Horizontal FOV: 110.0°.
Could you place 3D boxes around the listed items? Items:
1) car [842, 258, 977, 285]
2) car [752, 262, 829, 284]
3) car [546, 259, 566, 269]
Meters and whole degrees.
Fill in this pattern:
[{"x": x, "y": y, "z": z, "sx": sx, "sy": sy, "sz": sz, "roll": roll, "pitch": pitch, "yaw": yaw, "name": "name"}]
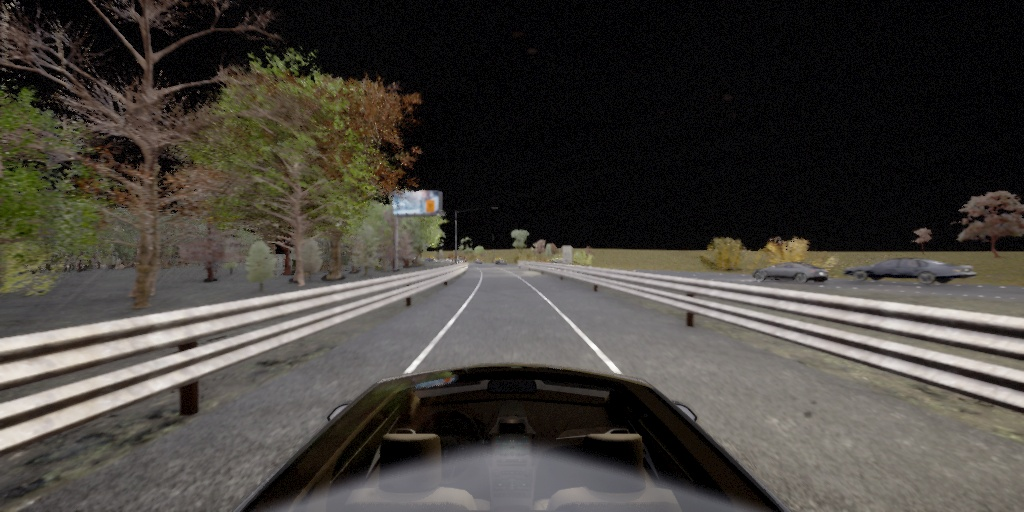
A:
[{"x": 23.644, "y": 0.818, "z": 21.680, "sx": 2.033, "sy": 1.411, "sz": 5.357, "roll": -1, "pitch": 0, "yaw": -19, "name": "car"}, {"x": 18.925, "y": 1.103, "z": 24.587, "sx": 1.994, "sy": 1.385, "sz": 4.181, "roll": -1, "pitch": 0, "yaw": -19, "name": "car"}, {"x": 7.044, "y": 1.291, "z": 58.648, "sx": 2.128, "sy": 1.511, "sz": 4.902, "roll": -1, "pitch": 0, "yaw": -19, "name": "car"}]
